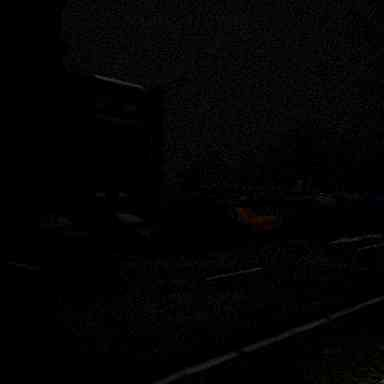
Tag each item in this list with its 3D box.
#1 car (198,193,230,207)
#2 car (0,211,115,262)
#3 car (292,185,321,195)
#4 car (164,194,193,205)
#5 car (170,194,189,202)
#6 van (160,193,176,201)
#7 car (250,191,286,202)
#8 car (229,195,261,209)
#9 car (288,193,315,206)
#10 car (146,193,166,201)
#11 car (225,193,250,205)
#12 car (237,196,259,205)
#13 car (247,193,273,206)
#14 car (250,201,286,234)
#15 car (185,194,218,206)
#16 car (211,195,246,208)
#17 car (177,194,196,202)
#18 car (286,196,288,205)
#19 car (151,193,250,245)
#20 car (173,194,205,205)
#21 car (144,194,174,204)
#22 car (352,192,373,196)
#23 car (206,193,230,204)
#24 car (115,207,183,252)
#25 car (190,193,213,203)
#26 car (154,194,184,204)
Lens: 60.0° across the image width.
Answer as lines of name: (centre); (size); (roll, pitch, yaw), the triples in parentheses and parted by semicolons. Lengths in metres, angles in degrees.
car: (3.009, 1.007, 44.576); (2.185, 1.767, 4.553); (0, -1, 35)
car: (-5.414, 1.468, 12.084); (5.008, 1.535, 2.097); (-1, -1, 35)
car: (20.785, -0.247, 60.753); (2.150, 2.045, 5.566); (2, 3, -35)
car: (-2.047, 1.164, 51.864); (2.163, 1.488, 4.792); (1, -1, 35)
car: (-3.056, 1.524, 83.004); (2.185, 1.767, 4.553); (1, -2, 35)
van: (-6.404, 1.431, 88.090); (1.878, 1.987, 4.442); (1, -2, 35)
car: (8.084, 0.879, 37.284); (2.435, 2.045, 5.566); (1, 0, 35)
car: (6.401, 1.171, 39.738); (2.002, 1.452, 4.674); (1, 0, 35)
car: (17.681, 1.519, 53.260); (2.185, 1.767, 4.553); (1, -2, 35)
car: (-9.920, 1.399, 92.931); (2.435, 2.045, 5.566); (1, -2, 35)
car: (9.064, 1.397, 65.676); (2.435, 2.045, 5.566); (1, -2, 35)
car: (10.742, 1.674, 63.136); (2.163, 1.488, 4.792); (1, -2, 35)
car: (12.479, 1.393, 60.661); (2.435, 2.045, 5.566); (1, -2, 35)
car: (1.831, 1.440, 17.427); (5.366, 1.575, 1.946); (-1, 0, 35)
car: (1.440, 1.133, 47.184); (1.946, 1.575, 5.366); (0, -1, 35)
car: (4.711, 1.133, 42.165); (2.231, 1.521, 4.892); (0, -1, 35)
car: (-1.321, 1.524, 80.520); (2.185, 1.767, 4.553); (1, -2, 35)
car: (15.949, 1.519, 55.743); (2.185, 1.767, 4.553); (1, -2, 35)
car: (-0.511, 1.205, 15.586); (5.566, 2.045, 2.435); (-1, 0, 35)
car: (-0.346, 1.135, 49.455); (2.231, 1.521, 4.892); (0, -1, 35)
car: (-5.509, 1.131, 56.597); (1.946, 1.575, 5.366); (1, 0, 35)
car: (22.843, 1.391, 45.819); (2.435, 2.045, 5.566); (1, -2, 35)
car: (5.575, 1.396, 70.592); (2.435, 2.045, 5.566); (1, -2, 35)
car: (-2.944, 1.504, 13.830); (4.674, 1.452, 2.002); (-1, -1, 35)
car: (2.166, 1.399, 75.606); (2.435, 2.045, 5.566); (1, -2, 35)
car: (-3.715, 1.136, 54.317); (2.097, 1.535, 5.008); (0, -1, 35)
